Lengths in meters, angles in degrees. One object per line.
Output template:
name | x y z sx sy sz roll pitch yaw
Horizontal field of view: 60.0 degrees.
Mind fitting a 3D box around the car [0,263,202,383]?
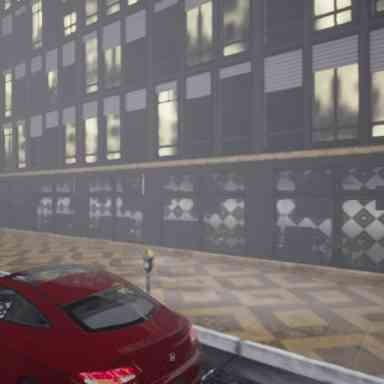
car | -1.835 1.583 4.147 4.206 1.307 1.802 0 0 35
